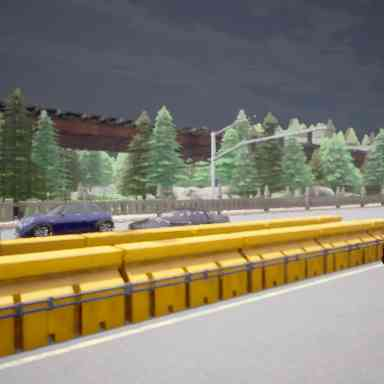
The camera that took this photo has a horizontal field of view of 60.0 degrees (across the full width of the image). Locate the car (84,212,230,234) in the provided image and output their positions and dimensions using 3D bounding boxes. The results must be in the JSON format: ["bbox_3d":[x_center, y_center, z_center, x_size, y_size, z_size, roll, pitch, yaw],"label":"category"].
[{"bbox_3d":[-1.071,1.589,11.801,4.718,1.301,1.895,0,0,-35],"label":"car"}]

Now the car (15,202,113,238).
[{"bbox_3d":[-6.274,1.343,16.692,4.553,1.767,2.097,0,0,-35],"label":"car"}]

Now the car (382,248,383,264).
[{"bbox_3d":[7.096,1.578,8.834,4.718,1.301,1.895,0,0,-35],"label":"car"}]

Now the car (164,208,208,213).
[{"bbox_3d":[-0.466,1.529,16.512,5.357,1.411,2.033,0,0,-35],"label":"car"}]
